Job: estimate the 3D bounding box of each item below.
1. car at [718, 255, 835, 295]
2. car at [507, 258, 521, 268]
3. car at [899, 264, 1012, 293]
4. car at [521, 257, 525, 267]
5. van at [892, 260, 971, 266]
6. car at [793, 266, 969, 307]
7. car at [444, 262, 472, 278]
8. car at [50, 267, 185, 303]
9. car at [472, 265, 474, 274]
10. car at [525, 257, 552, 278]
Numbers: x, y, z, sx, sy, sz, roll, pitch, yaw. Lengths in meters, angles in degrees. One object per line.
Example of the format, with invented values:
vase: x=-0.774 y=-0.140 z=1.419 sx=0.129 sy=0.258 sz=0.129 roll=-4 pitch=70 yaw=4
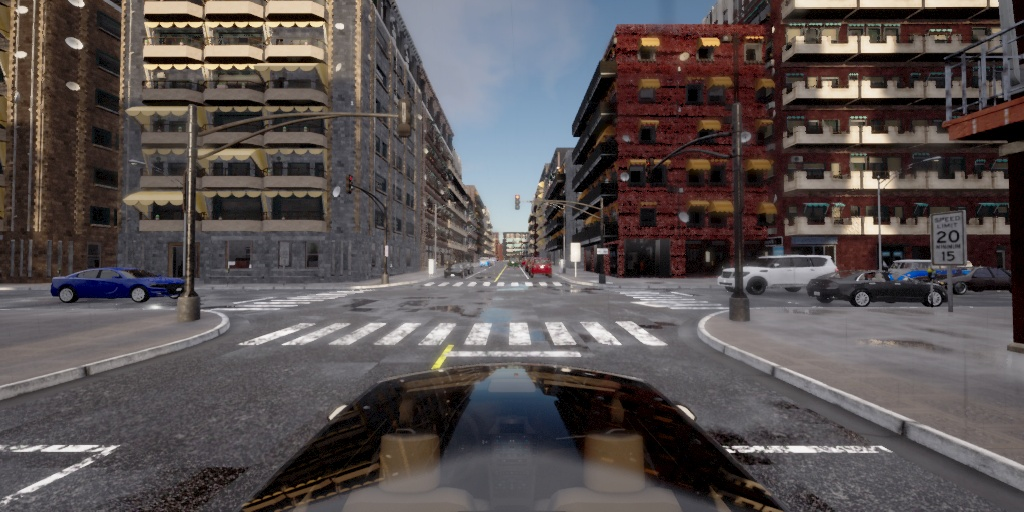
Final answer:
car: x=14.066 y=0.969 z=19.046 sx=5.566 sy=2.045 sz=2.150 roll=0 pitch=-1 yaw=0
car: x=0.233 y=1.178 z=64.447 sx=2.097 sy=1.767 sz=4.553 roll=0 pitch=0 yaw=0
car: x=24.318 y=1.271 z=18.989 sx=5.357 sy=1.411 sz=2.033 roll=0 pitch=-1 yaw=0
car: x=2.661 y=1.086 z=45.051 sx=2.192 sy=1.841 sz=5.009 roll=0 pitch=0 yaw=0
van: x=24.946 y=1.115 z=21.438 sx=3.998 sy=1.789 sz=1.690 roll=0 pitch=0 yaw=0
car: x=13.771 y=1.185 z=13.610 sx=4.403 sy=1.370 sz=2.007 roll=0 pitch=0 yaw=0
car: x=-5.244 y=1.328 z=33.900 sx=1.948 sy=1.339 sz=4.313 roll=0 pitch=0 yaw=0
car: x=-17.582 y=1.255 z=16.242 sx=5.008 sy=1.535 sz=1.882 roll=0 pitch=-1 yaw=0
car: x=-5.232 y=1.331 z=39.461 sx=1.948 sy=1.339 sz=4.313 roll=0 pitch=0 yaw=0
car: x=2.637 y=1.077 z=33.928 sx=2.192 sy=1.841 sz=5.009 roll=0 pitch=0 yaw=0
